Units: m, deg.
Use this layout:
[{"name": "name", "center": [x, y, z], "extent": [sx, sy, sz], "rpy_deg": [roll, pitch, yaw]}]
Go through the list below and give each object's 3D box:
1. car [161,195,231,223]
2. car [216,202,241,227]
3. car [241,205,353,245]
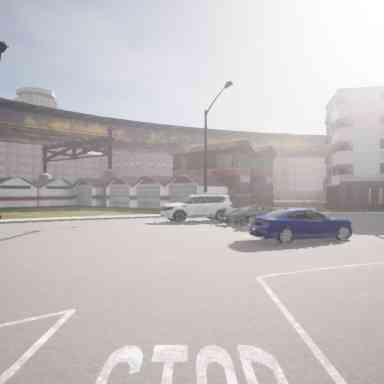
[{"name": "car", "center": [0.430, 1.223, 25.323], "extent": [5.566, 2.045, 2.150], "rpy_deg": [0, -1, -19]}, {"name": "car", "center": [4.121, 1.564, 22.626], "extent": [4.181, 1.385, 1.994], "rpy_deg": [0, 0, -15]}, {"name": "car", "center": [5.057, 1.477, 15.431], "extent": [5.008, 1.535, 1.882], "rpy_deg": [0, 0, -19]}]
